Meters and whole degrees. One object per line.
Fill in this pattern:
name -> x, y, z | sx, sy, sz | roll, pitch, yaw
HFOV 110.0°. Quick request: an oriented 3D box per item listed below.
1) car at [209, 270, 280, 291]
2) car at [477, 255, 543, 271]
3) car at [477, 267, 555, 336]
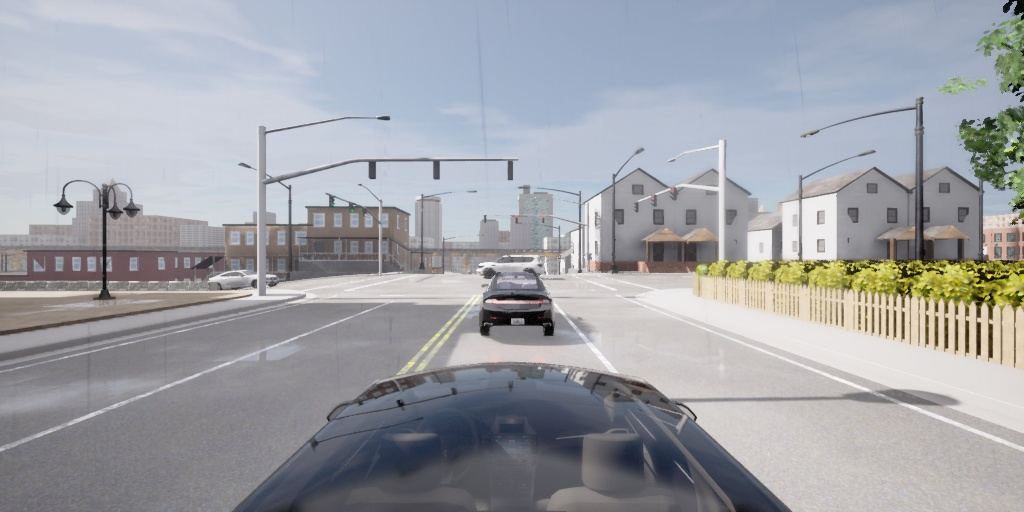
car -> -19.659, 1.742, 26.266 | 4.674, 1.442, 1.812 | -4, 0, 1
car -> -0.143, 0.930, 30.225 | 5.566, 2.045, 2.150 | 0, 0, -1
car -> 0.118, 1.242, 10.394 | 2.128, 1.511, 4.902 | 0, 0, 0
